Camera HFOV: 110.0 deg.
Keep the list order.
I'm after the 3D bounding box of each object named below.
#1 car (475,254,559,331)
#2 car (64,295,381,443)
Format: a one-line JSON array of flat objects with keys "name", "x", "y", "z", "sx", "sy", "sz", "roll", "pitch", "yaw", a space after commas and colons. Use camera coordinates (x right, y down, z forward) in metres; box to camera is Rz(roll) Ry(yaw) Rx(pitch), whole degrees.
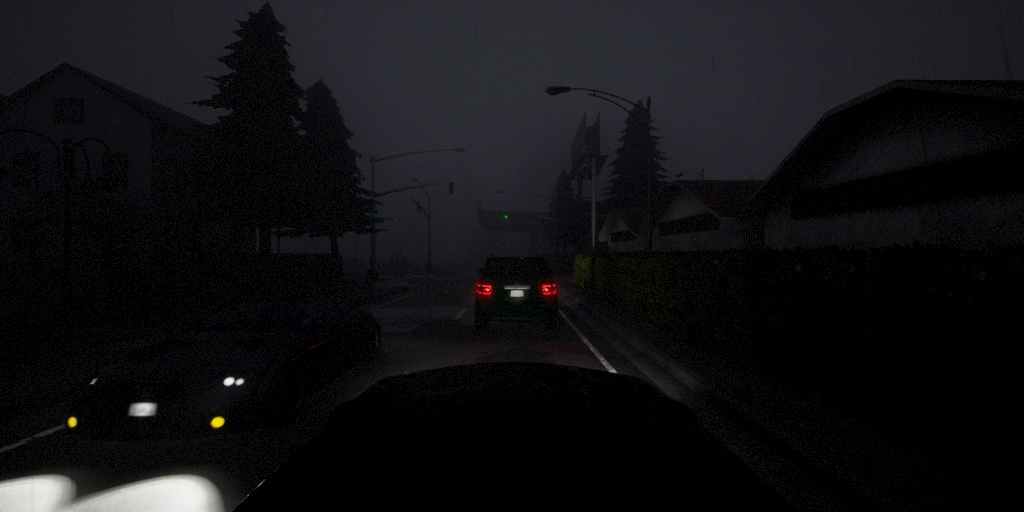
[{"name": "car", "x": 0.102, "y": 0.972, "z": 11.096, "sx": 2.150, "sy": 2.045, "sz": 5.566, "roll": 0, "pitch": 0, "yaw": 0}, {"name": "car", "x": -3.596, "y": 1.314, "z": 5.486, "sx": 1.994, "sy": 1.385, "sz": 4.181, "roll": 0, "pitch": 0, "yaw": 0}]
